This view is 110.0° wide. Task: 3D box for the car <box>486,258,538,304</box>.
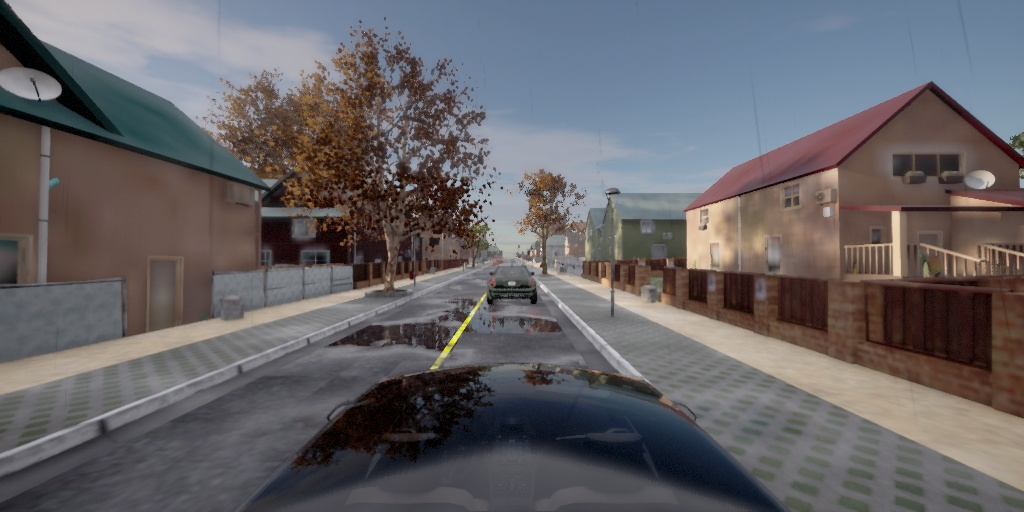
[{"bbox_3d":[0.000,1.120,16.473,2.097,1.767,4.553,0,0,0],"label":"car"}]
